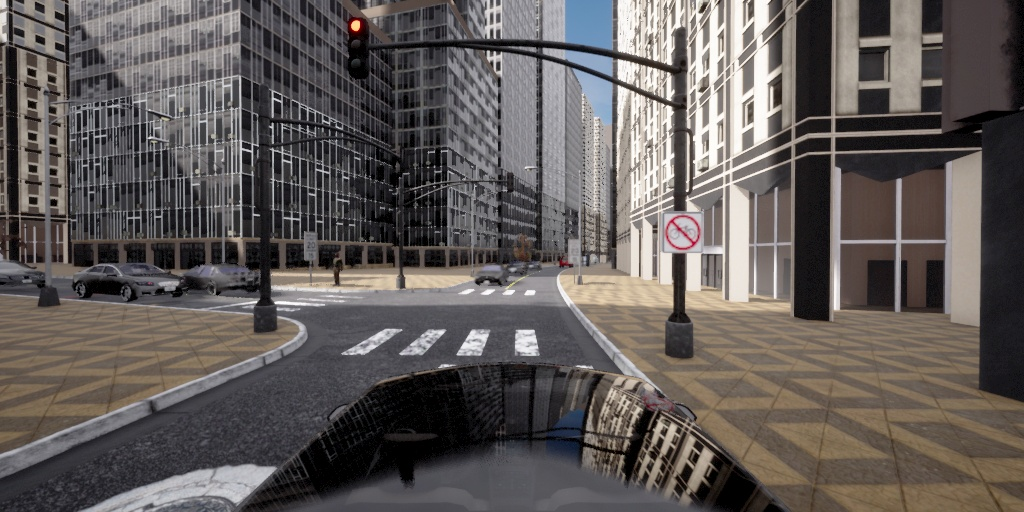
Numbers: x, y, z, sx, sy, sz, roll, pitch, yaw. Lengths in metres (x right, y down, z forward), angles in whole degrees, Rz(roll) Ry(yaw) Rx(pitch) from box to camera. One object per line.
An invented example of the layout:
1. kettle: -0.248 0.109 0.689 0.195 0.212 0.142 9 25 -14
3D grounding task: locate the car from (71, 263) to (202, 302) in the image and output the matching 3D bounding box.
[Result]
1. car: -16.366 1.042 15.381 4.902 1.511 2.128 1 1 16

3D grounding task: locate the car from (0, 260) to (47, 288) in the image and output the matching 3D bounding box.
1. car: -25.926 0.939 18.180 4.674 1.442 1.812 1 1 17

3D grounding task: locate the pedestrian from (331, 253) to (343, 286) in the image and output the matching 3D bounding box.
1. pedestrian: -9.518 0.715 19.477 0.375 1.860 0.375 0 0 16

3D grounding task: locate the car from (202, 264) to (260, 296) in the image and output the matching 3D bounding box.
1. car: -14.393 1.093 17.468 5.357 1.411 2.033 1 1 22

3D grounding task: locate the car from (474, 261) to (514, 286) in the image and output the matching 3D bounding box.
1. car: -1.353 1.323 25.878 2.033 1.411 5.357 0 0 6

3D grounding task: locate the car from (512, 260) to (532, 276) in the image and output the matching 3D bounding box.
1. car: 0.515 1.313 39.387 2.128 1.511 4.902 0 0 10

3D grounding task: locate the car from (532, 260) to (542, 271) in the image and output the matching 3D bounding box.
1. car: 3.201 1.386 52.944 2.128 1.511 4.902 0 0 13
